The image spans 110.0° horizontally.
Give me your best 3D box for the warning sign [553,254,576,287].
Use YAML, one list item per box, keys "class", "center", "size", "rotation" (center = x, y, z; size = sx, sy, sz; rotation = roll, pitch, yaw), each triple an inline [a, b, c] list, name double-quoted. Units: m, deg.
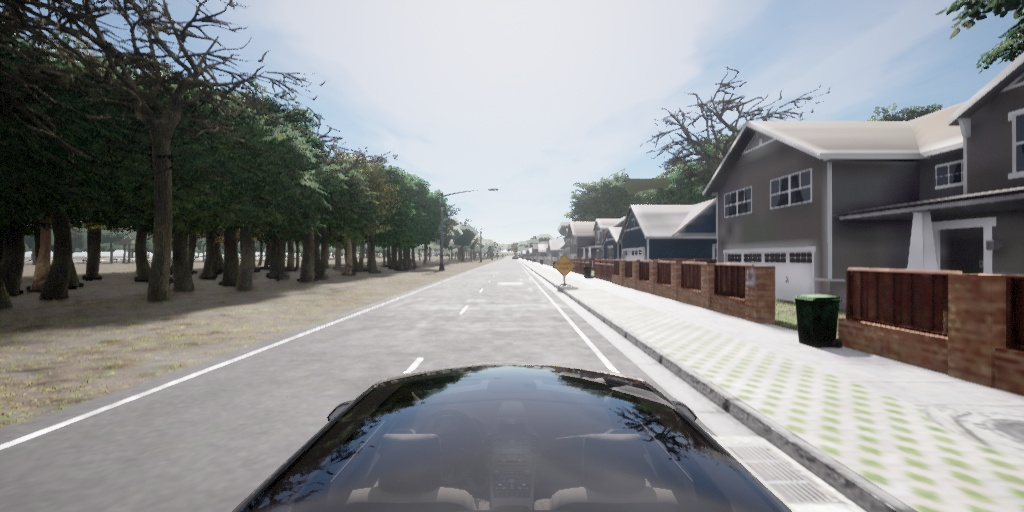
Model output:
- class: "warning sign"
  center: [3.050, 0.841, 20.841]
  size: [1.300, 1.860, 1.060]
  rotation: [0, 0, 0]
